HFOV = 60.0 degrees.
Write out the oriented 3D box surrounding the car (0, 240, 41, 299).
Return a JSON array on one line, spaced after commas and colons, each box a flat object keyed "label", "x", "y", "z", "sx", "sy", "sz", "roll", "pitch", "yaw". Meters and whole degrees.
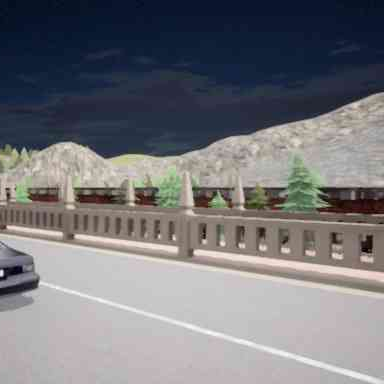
[{"label": "car", "x": -5.572, "y": 1.518, "z": 7.442, "sx": 5.357, "sy": 1.411, "sz": 2.033, "roll": 0, "pitch": 0, "yaw": 35}]
